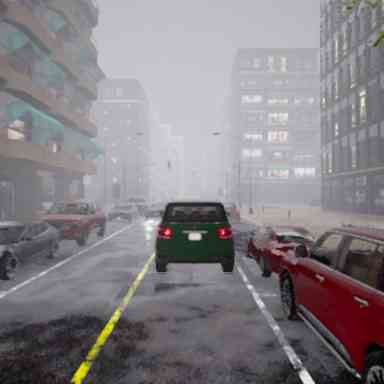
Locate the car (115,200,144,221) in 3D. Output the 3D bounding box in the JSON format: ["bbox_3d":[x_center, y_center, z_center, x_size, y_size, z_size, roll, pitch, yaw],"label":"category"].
[{"bbox_3d":[-5.434,1.576,26.906,1.947,1.339,4.313,1,0,0],"label":"car"}]

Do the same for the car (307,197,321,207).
[{"bbox_3d":[18.703,1.375,47.553,4.097,1.590,1.967,0,-1,1],"label":"car"}]

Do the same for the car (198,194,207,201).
[{"bbox_3d":[2.604,1.393,87.501,2.192,1.841,5.009,1,0,0],"label":"car"}]

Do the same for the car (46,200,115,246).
[{"bbox_3d":[-5.434,1.320,15.613,2.192,1.841,5.009,1,0,0],"label":"car"}]

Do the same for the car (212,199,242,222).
[{"bbox_3d":[2.714,1.450,26.850,1.967,1.590,4.097,1,0,0],"label":"car"}]

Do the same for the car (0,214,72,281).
[{"bbox_3d":[-5.439,1.569,9.966,1.947,1.339,4.313,1,0,0],"label":"car"}]

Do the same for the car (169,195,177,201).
[{"bbox_3d":[-5.277,1.613,92.932,1.752,1.417,4.829,1,0,0],"label":"car"}]

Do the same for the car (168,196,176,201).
[{"bbox_3d":[-5.279,1.660,87.444,1.802,1.307,4.206,1,0,0],"label":"car"}]

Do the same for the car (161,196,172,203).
[{"bbox_3d":[-5.413,1.602,70.471,2.008,1.369,4.403,1,0,0],"label":"car"}]

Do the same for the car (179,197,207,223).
[{"bbox_3d":[0.090,1.363,26.569,2.097,1.767,4.553,0,0,0],"label":"car"}]

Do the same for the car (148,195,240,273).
[{"bbox_3d":[0.086,1.220,10.837,2.150,2.045,5.566,0,-1,0],"label":"car"}]

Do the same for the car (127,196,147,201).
[{"bbox_3d":[-5.429,1.329,32.552,2.192,1.841,5.009,1,0,0],"label":"car"}]

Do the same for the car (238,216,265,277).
[{"bbox_3d":[2.647,1.584,9.892,1.802,1.307,4.206,1,0,0],"label":"car"}]

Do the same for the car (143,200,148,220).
[{"bbox_3d":[-2.827,1.575,28.281,1.994,1.385,4.181,0,0,0],"label":"car"}]

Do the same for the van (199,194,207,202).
[{"bbox_3d":[2.635,1.409,81.847,1.690,1.788,3.998,1,0,0],"label":"van"}]

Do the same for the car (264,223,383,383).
[{"bbox_3d":[2.615,1.316,4.240,2.192,1.841,5.009,1,0,0],"label":"car"}]
